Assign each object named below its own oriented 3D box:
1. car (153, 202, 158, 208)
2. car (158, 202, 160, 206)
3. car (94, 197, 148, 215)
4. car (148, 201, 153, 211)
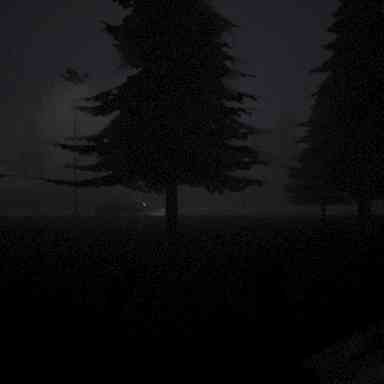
[{"bbox_3d":[-6.640,1.417,38.508,4.674,1.442,1.812,0,0,2],"label":"car"},{"bbox_3d":[-6.469,1.484,42.004,4.718,1.301,1.895,0,0,2],"label":"car"},{"bbox_3d":[-6.921,1.452,31.514,4.674,1.442,1.812,0,0,2],"label":"car"},{"bbox_3d":[-6.812,1.269,35.011,4.553,1.767,2.097,0,0,2],"label":"car"}]
